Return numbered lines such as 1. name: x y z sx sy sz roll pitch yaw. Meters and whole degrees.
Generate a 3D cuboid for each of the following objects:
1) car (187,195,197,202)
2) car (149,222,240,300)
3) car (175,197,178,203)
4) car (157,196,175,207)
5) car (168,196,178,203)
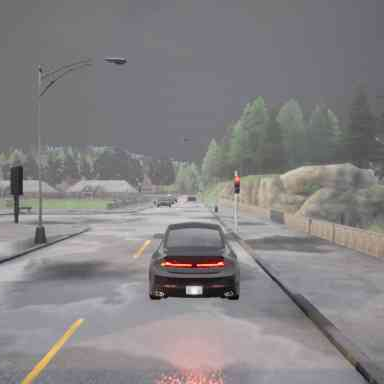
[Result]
1. car: -0.020 1.324 70.981 1.882 1.535 5.008 0 0 0
2. car: 0.058 1.505 8.363 1.837 1.490 4.892 0 0 0
3. car: -4.094 1.505 59.744 1.837 1.490 4.892 0 0 0
4. car: -4.109 1.564 49.729 1.994 1.385 4.181 0 0 0
5. car: -4.019 1.595 69.926 1.895 1.301 4.718 0 0 0
